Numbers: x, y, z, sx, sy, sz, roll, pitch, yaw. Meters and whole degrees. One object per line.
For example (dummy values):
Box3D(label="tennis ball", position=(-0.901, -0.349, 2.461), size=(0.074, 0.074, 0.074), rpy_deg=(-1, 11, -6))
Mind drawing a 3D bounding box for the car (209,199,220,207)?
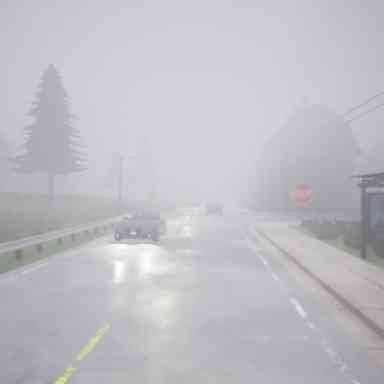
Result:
Box3D(label="car", position=(4.016, 1.941, 59.729), size=(1.812, 1.442, 4.674), rpy_deg=(0, 0, 4))

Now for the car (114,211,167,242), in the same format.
Box3D(label="car", position=(-2.467, 1.655, 16.771), size=(1.994, 1.385, 4.181), rpy_deg=(0, 0, 4))

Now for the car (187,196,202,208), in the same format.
Box3D(label="car", position=(0.188, 1.916, 56.973), size=(2.033, 1.411, 5.357), rpy_deg=(0, 0, 4))

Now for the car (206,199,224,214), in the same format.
Box3D(label="car", position=(2.608, 1.795, 38.677), size=(1.812, 1.442, 4.674), rpy_deg=(0, 0, 4))

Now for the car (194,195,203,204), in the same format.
Box3D(label="car", position=(1.278, 1.702, 72.456), size=(2.150, 2.045, 5.566), rpy_deg=(0, 0, 4))
